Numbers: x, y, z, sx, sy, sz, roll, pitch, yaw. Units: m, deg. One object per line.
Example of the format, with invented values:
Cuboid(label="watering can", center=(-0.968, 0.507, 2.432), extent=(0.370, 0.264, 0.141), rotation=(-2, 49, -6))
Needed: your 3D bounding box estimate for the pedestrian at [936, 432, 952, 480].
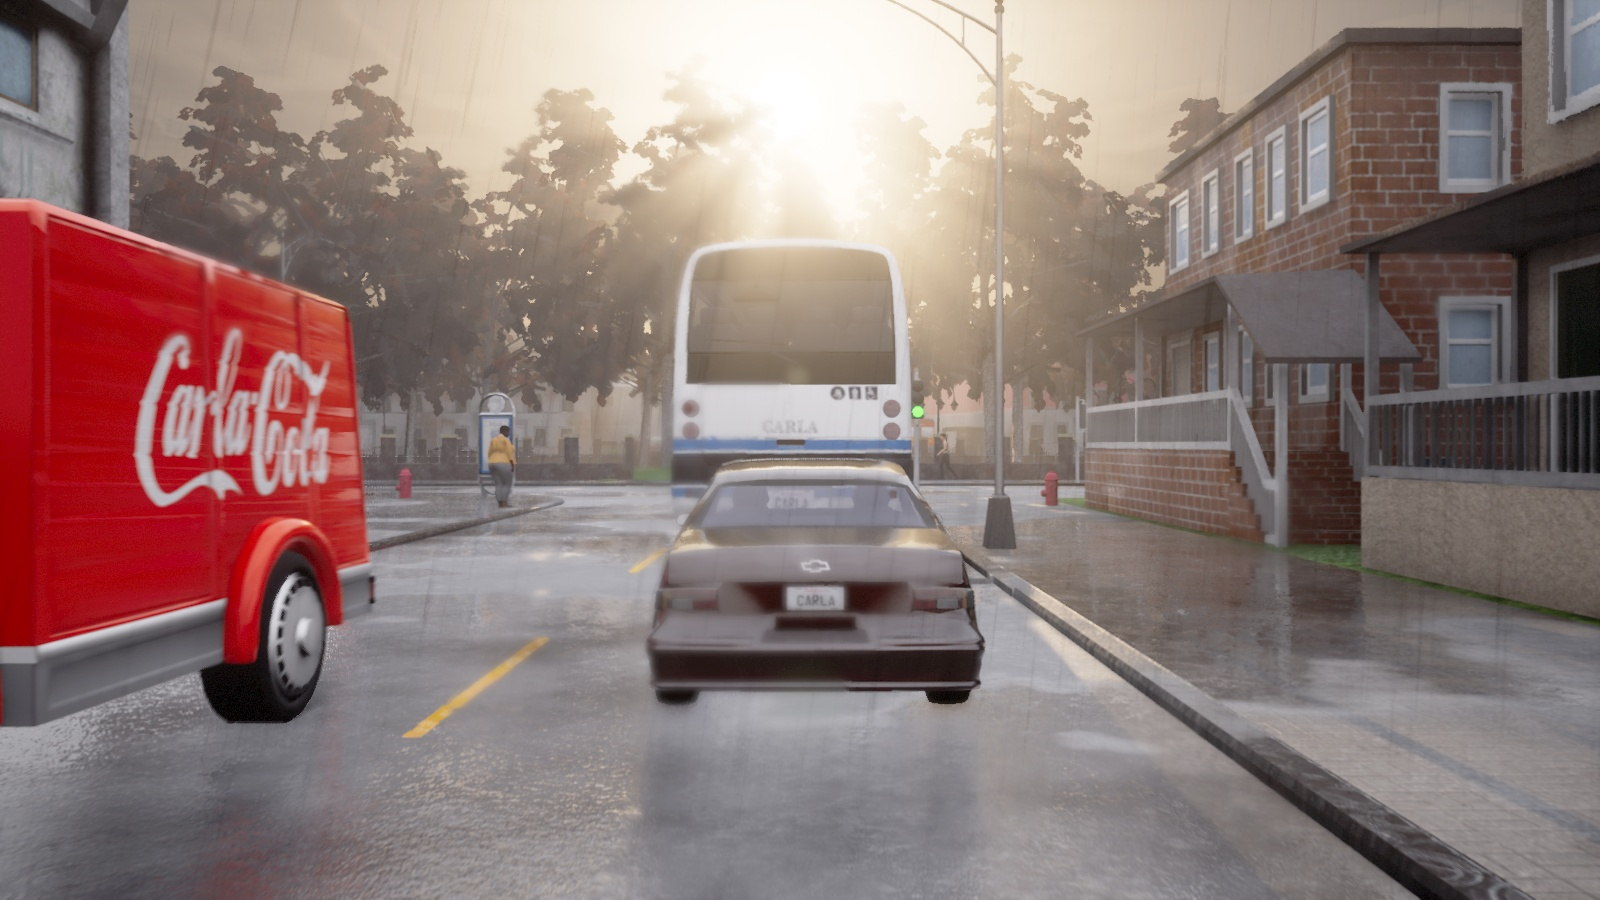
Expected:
Cuboid(label="pedestrian", center=(5.518, 0.234, 48.186), extent=(0.594, 1.836, 0.345), rotation=(0, 0, 0))

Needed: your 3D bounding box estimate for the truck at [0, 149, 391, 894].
Cuboid(label="truck", center=(-3.954, 0.233, 5.468), extent=(2.627, 2.467, 5.204), rotation=(0, 0, 0))

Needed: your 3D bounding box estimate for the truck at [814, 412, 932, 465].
Cuboid(label="truck", center=(5.278, -0.848, 92.158), extent=(8.468, 3.827, 2.891), rotation=(0, 0, 0))

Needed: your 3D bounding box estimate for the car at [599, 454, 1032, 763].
Cuboid(label="car", center=(0.069, 0.754, 8.578), extent=(2.033, 1.411, 5.357), rotation=(0, 0, 0))

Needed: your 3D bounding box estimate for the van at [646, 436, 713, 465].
Cuboid(label="van", center=(-8.434, 0.048, 88.226), extent=(4.480, 2.038, 2.069), rotation=(0, 0, 0))

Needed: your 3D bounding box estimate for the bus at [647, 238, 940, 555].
Cuboid(label="bus", center=(0.118, -0.734, 22.066), extent=(3.944, 4.253, 10.273), rotation=(0, 0, 2))

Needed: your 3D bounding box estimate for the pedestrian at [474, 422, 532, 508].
Cuboid(label="pedestrian", center=(-6.551, 0.321, 27.697), extent=(0.874, 1.855, 0.900), rotation=(0, 0, 32))
